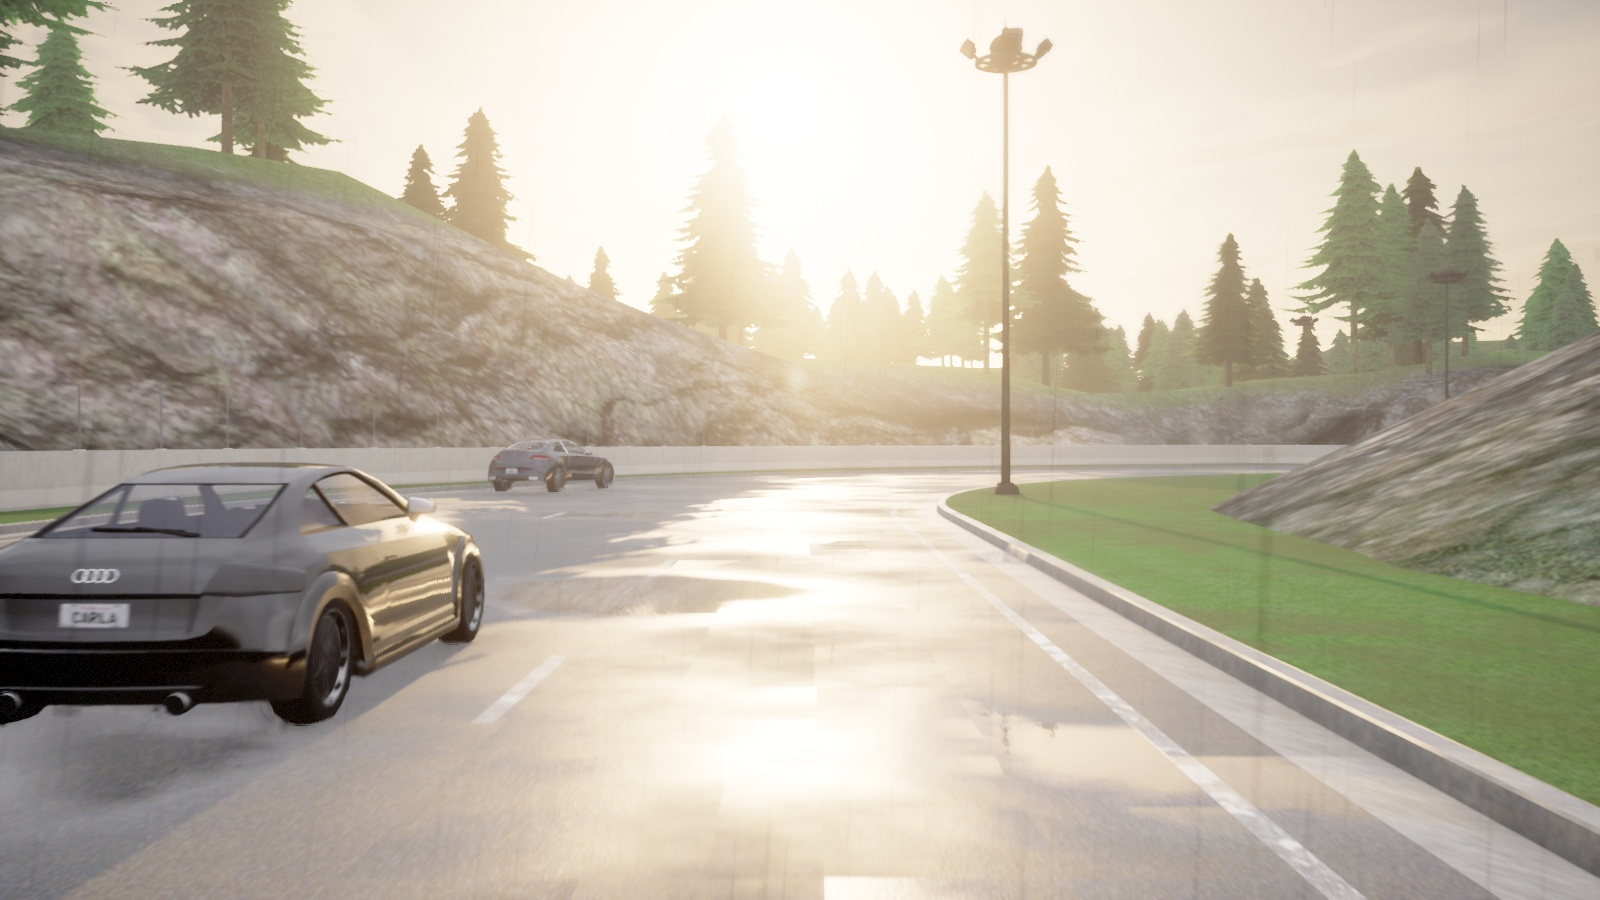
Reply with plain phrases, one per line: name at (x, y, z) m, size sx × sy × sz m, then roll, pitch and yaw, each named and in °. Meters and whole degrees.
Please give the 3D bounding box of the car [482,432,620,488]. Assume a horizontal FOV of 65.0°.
car at (-7.772, 0.294, 39.784) m, size 2.152 × 1.651 × 5.027 m, roll 0°, pitch 0°, yaw 18°

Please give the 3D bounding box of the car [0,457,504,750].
car at (-3.438, 0.761, 8.228) m, size 1.994 × 1.385 × 4.181 m, roll 0°, pitch 0°, yaw 0°
